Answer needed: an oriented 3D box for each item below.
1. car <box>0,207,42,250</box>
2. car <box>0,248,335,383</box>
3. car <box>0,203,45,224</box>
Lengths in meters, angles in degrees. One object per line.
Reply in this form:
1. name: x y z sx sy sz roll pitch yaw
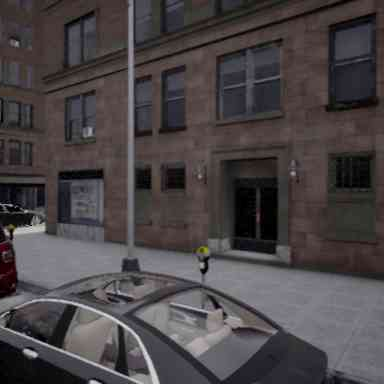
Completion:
1. car: -5.508 1.298 6.739 5.009 1.841 2.192 0 0 35
2. car: -0.883 1.545 3.440 4.403 1.369 2.008 0 0 35
3. car: -10.975 1.433 19.306 1.837 1.490 4.892 -1 0 32
